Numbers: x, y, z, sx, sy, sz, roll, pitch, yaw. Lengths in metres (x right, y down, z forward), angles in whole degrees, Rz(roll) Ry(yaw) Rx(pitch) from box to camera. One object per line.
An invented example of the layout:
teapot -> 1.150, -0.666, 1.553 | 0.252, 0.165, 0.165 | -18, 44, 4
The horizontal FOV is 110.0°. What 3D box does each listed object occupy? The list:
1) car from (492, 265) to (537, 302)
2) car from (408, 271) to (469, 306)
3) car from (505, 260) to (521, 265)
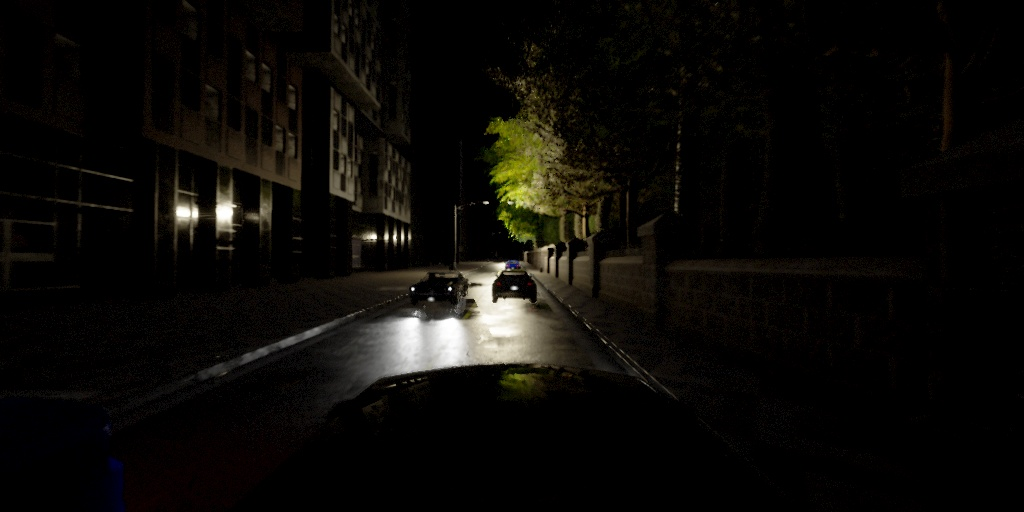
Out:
car -> 0.100, 1.310, 17.027 | 1.994, 1.385, 4.181 | 0, 0, 0
car -> -3.085, 1.348, 15.923 | 1.895, 1.301, 4.718 | 0, 0, 0
car -> 0.101, 1.231, 42.943 | 1.812, 1.442, 4.674 | 0, 0, 0
